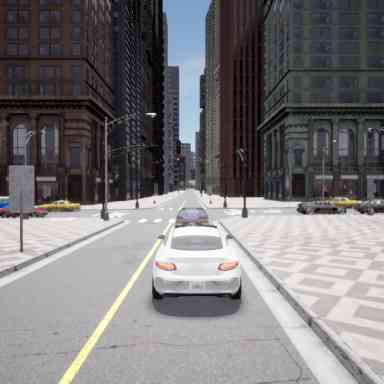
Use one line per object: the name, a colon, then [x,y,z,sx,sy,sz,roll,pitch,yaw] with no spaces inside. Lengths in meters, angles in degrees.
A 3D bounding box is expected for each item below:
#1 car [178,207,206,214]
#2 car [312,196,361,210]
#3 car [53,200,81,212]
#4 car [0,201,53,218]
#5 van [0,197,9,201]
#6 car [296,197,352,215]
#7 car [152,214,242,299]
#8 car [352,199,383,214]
car: [0.021,1.533,17.878,2.033,1.411,5.357,0,0,1]
car: [16.716,1.232,38.619,4.829,1.417,1.752,-1,1,0]
car: [-15.465,1.584,38.669,4.829,1.417,1.752,-1,1,0]
car: [-15.298,1.727,30.145,4.206,1.307,1.802,-1,1,0]
van: [-20.977,1.456,38.673,3.998,1.788,1.690,-1,1,0]
car: [11.670,1.418,30.103,4.313,1.339,1.947,-1,1,0]
car: [0.096,1.521,8.288,1.812,1.442,4.674,0,0,0]
car: [17.049,1.341,30.094,4.403,1.369,2.008,-1,1,0]
